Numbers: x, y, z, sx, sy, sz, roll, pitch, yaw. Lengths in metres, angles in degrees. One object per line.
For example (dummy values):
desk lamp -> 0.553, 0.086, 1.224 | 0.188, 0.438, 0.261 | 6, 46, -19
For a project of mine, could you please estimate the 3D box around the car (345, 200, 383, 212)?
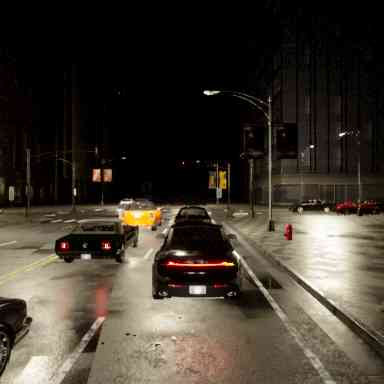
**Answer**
car -> 20.917, 1.644, 39.851 | 4.313, 1.339, 1.947 | 0, 0, -1

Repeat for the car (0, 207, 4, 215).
car -> -21.365, 1.698, 33.363 | 4.674, 1.442, 1.812 | 0, -1, 0

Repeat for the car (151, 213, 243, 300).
car -> 0.117, 1.512, 8.391 | 1.837, 1.490, 4.892 | 0, 0, 0

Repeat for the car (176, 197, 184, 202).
car -> -3.061, 1.992, 82.365 | 1.812, 1.442, 4.674 | 0, 0, 0

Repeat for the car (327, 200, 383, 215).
car -> 15.387, 1.578, 31.252 | 4.206, 1.307, 1.802 | 0, 0, -1

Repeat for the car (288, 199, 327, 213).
car -> 13.214, 1.577, 36.995 | 4.892, 1.490, 1.837 | 0, -1, -1

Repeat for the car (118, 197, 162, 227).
car -> -3.101, 1.397, 20.996 | 2.097, 1.767, 4.553 | 0, 0, 0

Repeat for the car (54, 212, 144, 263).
car -> -3.121, 1.616, 12.002 | 1.895, 1.301, 4.718 | 0, 0, 0

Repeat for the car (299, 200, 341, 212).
car -> 15.277, 1.664, 39.776 | 4.313, 1.339, 1.947 | 0, 0, -1

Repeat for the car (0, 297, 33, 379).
car -> -3.152, 1.548, 2.215 | 2.033, 1.411, 5.357 | 0, 0, 0

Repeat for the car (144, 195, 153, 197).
car -> -9.585, 1.604, 71.773 | 2.150, 2.045, 5.566 | 0, 0, 0

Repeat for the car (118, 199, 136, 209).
car -> -9.727, 1.747, 50.411 | 1.812, 1.442, 4.674 | 0, 0, 0

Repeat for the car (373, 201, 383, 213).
car -> 23.114, 1.640, 37.128 | 4.718, 1.301, 1.895 | 0, -1, -1

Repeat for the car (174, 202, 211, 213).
car -> 0.041, 1.510, 17.882 | 1.882, 1.535, 5.008 | 0, 0, 0
